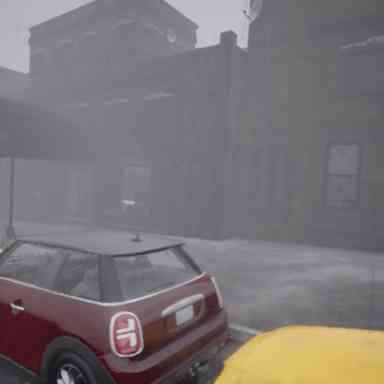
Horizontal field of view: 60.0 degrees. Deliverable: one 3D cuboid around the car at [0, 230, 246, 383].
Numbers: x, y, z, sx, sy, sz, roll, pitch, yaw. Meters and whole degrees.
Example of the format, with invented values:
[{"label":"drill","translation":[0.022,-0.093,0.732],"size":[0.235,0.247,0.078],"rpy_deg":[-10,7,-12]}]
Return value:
[{"label":"car","translation":[-1.808,1.338,4.822],"size":[4.553,1.767,2.185],"rpy_deg":[0,0,36]}]
